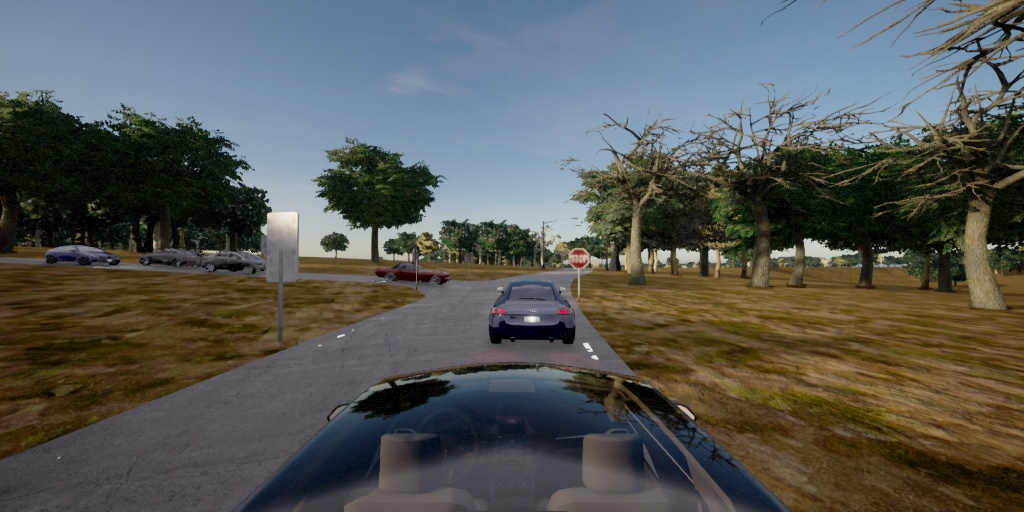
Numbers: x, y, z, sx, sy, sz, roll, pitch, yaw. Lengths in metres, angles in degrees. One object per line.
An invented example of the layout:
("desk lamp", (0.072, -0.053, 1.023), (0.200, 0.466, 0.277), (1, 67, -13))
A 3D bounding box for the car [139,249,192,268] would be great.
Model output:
("car", (-27.477, 0.160, 29.102), (4.902, 1.511, 2.128), (2, -1, 7))

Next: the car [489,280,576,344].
("car", (0.522, 1.319, 9.624), (1.994, 1.385, 4.181), (0, 0, 3))

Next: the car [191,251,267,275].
("car", (-18.829, 0.471, 24.875), (4.902, 1.511, 2.128), (2, -1, 7))

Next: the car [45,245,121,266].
("car", (-31.587, -0.048, 26.384), (4.674, 1.442, 1.812), (3, -1, 7))

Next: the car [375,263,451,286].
("car", (-6.446, 1.176, 23.849), (4.718, 1.301, 1.895), (5, 0, -1))

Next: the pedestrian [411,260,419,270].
("pedestrian", (-8.152, 0.850, 30.015), (0.375, 1.860, 0.375), (0, -4, 7))
